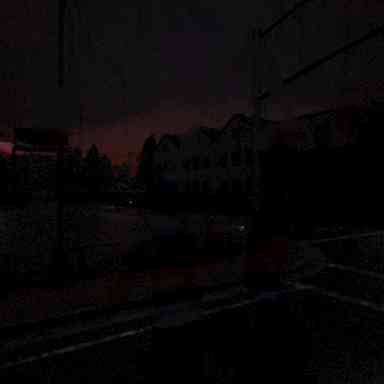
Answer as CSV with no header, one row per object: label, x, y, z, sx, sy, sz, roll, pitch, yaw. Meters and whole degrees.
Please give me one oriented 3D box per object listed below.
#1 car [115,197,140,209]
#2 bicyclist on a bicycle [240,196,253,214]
car,-8.210,1.390,42.602,1.812,1.442,4.674,0,0,-35
bicyclist on a bicycle,4.978,1.174,30.550,1.656,1.620,0.582,0,0,-35
